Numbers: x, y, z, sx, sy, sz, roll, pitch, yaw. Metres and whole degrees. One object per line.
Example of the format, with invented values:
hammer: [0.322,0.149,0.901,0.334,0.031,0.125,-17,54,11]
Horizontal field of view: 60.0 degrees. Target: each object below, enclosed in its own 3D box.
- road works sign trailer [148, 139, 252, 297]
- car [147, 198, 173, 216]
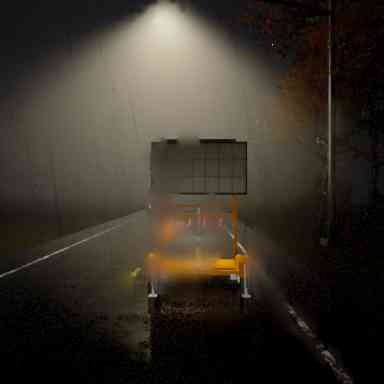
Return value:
road works sign trailer: [0.181,0.462,8.519,2.380,3.560,2.880,0,0,1]
car: [-3.044,1.339,32.495,2.097,1.767,4.553,0,0,1]
